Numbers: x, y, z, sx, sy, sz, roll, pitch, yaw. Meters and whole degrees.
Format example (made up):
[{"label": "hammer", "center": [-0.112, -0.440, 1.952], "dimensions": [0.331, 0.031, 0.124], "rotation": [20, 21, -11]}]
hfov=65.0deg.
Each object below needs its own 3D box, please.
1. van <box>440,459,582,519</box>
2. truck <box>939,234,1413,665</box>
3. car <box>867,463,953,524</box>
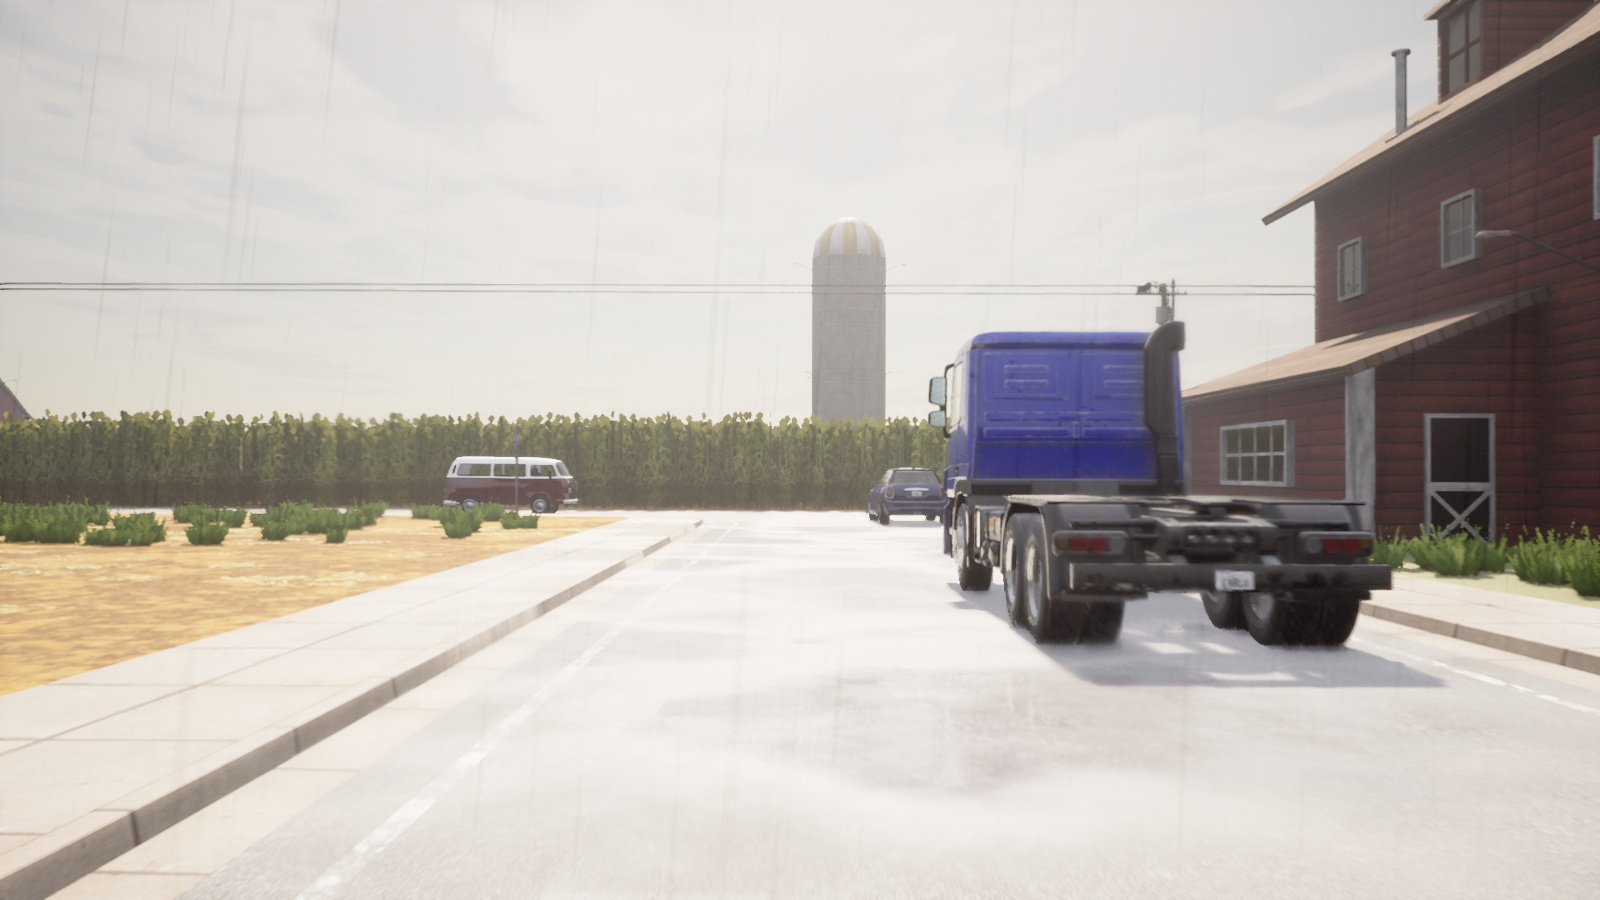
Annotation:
[{"label": "van", "center": [-10.094, 1.340, 44.077], "dimensions": [4.480, 2.038, 2.069], "rotation": [0, -1, 1]}, {"label": "truck", "center": [3.462, 0.054, 14.078], "dimensions": [2.891, 3.462, 7.936], "rotation": [0, -1, 0]}, {"label": "car", "center": [3.315, 1.311, 38.738], "dimensions": [2.097, 1.767, 4.553], "rotation": [0, -1, -2]}]
